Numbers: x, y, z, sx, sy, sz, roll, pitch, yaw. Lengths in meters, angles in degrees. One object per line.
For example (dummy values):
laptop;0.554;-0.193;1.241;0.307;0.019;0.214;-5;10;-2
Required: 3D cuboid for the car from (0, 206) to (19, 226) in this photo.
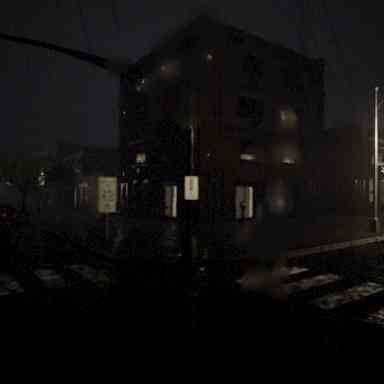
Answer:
car;-14.453;1.740;25.275;1.967;1.590;4.097;0;-1;-35
